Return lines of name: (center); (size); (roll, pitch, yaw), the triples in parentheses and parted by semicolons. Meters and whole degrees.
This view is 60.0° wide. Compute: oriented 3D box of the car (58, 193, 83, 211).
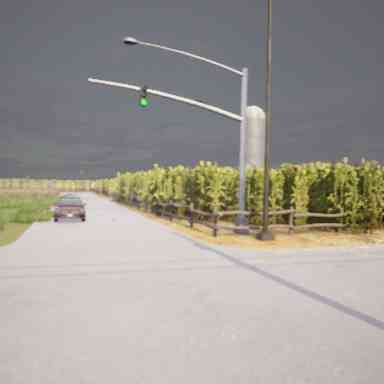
car: (-11.415, 0.889, 31.312); (1.994, 1.385, 4.181); (1, 1, -20)

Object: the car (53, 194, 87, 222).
car: (-7.926, 1.064, 21.665); (1.812, 1.442, 4.674); (1, 1, -20)
